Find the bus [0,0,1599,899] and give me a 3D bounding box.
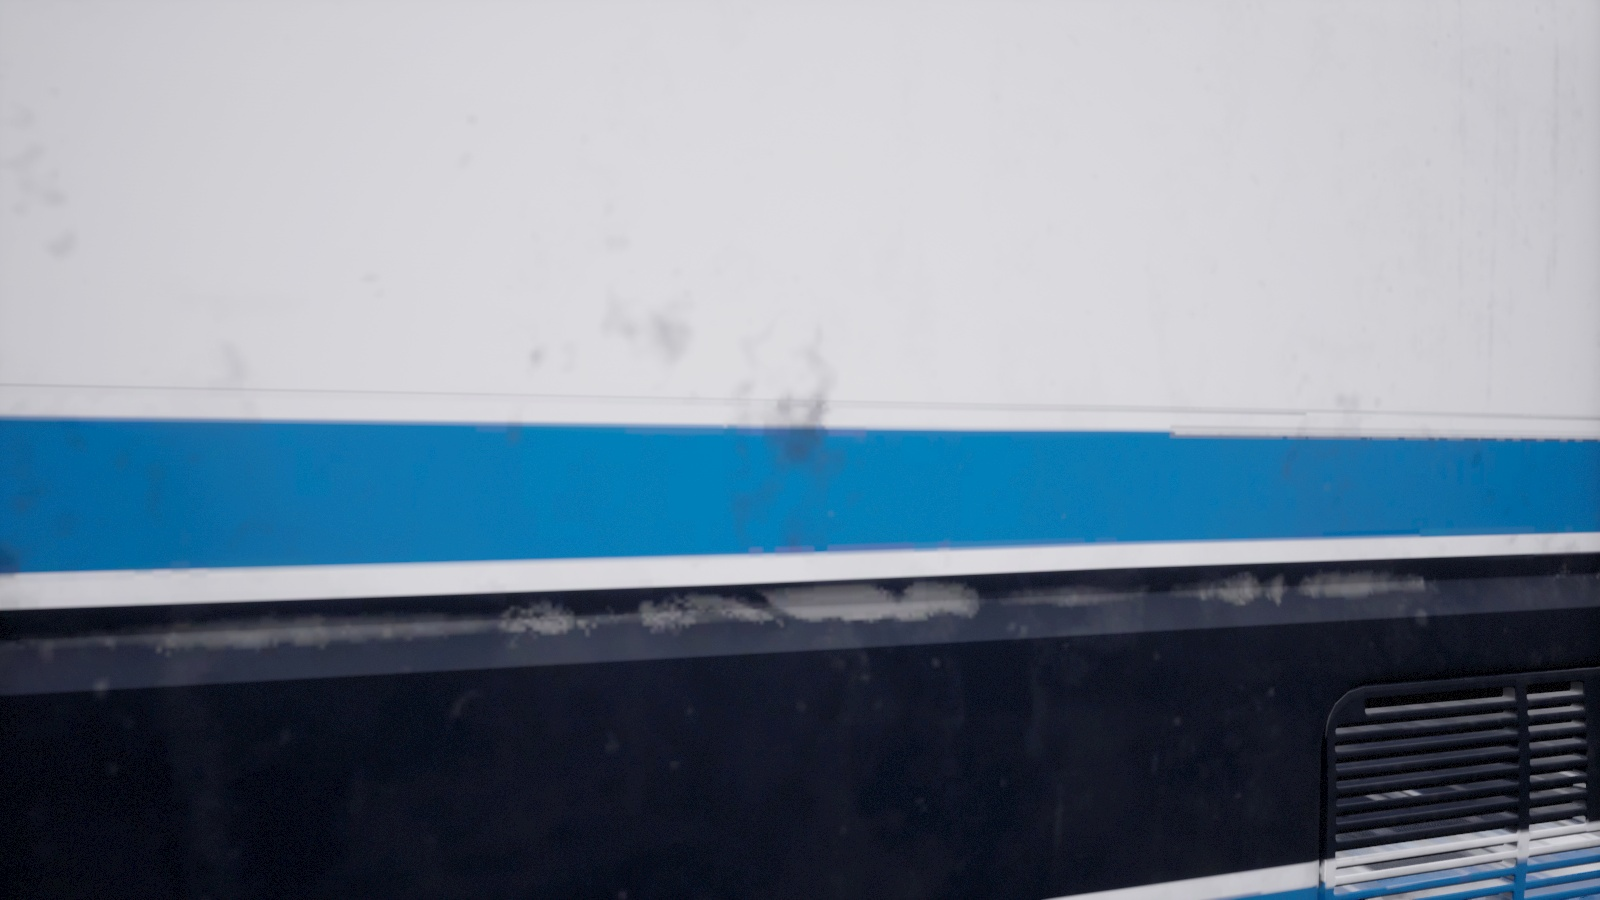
[{"bbox_3d":[0.063,-0.632,3.246,10.273,4.253,3.944,-1,1,-21],"label":"bus"}]
